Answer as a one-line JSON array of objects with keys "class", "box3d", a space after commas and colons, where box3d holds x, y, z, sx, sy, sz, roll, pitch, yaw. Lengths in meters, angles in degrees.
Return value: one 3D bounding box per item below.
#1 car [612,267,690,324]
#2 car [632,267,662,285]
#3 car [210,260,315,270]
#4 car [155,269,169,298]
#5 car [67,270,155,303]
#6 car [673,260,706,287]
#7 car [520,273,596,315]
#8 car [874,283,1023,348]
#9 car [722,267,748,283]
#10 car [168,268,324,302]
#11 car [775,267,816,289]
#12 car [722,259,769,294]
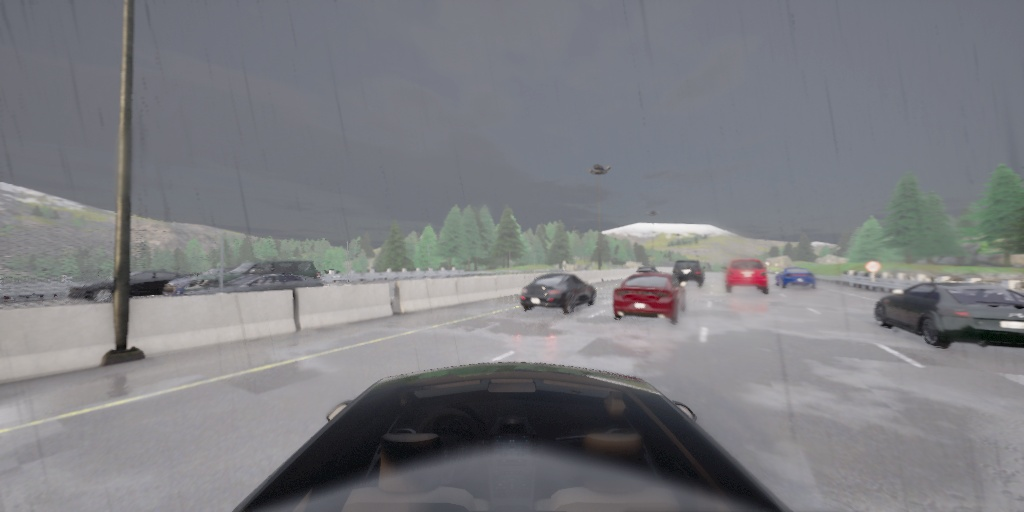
[{"class": "car", "box3d": [4.953, 1.325, 12.616, 1.882, 1.535, 5.008, -1, -1, 30]}, {"class": "car", "box3d": [12.366, 1.739, 32.669, 1.837, 1.490, 4.892, -1, -2, 30]}, {"class": "car", "box3d": [-12.471, 1.201, 17.799, 2.150, 2.045, 5.566, -1, -1, 30]}, {"class": "car", "box3d": [-15.622, 1.364, 19.335, 2.097, 1.767, 4.553, -1, -1, 30]}, {"class": "car", "box3d": [-19.767, 1.507, 19.129, 1.882, 1.535, 5.008, -1, -1, 30]}, {"class": "car", "box3d": [14.207, 1.371, 28.840, 2.150, 2.045, 5.566, -1, -2, 30]}, {"class": "car", "box3d": [1.956, 1.408, 14.428, 1.812, 1.442, 4.674, -1, -1, 30]}, {"class": "car", "box3d": [10.802, 1.338, 8.742, 1.994, 1.385, 4.181, -1, -1, 30]}, {"class": "car", "box3d": [22.438, 1.897, 36.198, 2.033, 1.411, 5.357, -1, -1, 30]}, {"class": "car", "box3d": [-10.254, 1.424, 14.615, 2.128, 1.511, 4.902, -1, -1, 30]}, {"class": "car", "box3d": [21.192, 1.597, 26.954, 1.882, 1.535, 5.008, -1, -2, 30]}, {"class": "car", "box3d": [14.885, 1.243, 22.958, 2.150, 2.045, 5.566, -1, -1, 30]}]
